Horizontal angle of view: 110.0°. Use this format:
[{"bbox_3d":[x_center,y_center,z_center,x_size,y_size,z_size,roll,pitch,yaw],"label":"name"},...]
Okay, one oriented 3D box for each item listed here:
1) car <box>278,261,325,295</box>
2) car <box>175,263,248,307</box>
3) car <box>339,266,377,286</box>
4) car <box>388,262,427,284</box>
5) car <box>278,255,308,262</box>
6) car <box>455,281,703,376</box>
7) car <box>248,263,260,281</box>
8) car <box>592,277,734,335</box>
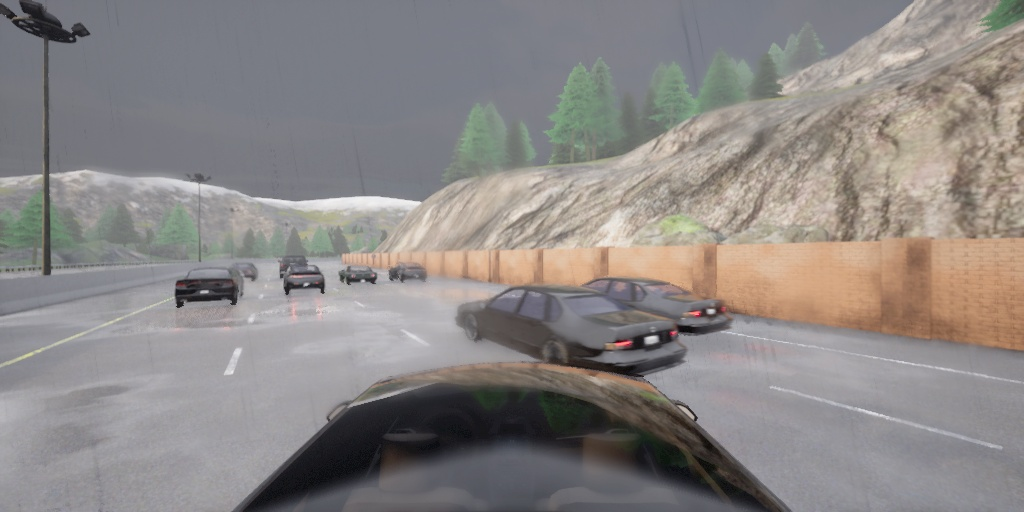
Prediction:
[{"bbox_3d":[-11.588,1.226,19.906,2.128,1.511,4.902,0,0,-33],"label":"car"},{"bbox_3d":[-12.952,1.216,15.585,1.882,1.535,5.008,0,0,-33],"label":"car"},{"bbox_3d":[-11.044,1.332,25.492,1.895,1.301,4.718,0,0,-33],"label":"car"},{"bbox_3d":[-7.988,1.222,27.212,2.128,1.511,4.902,0,0,-33],"label":"car"},{"bbox_3d":[-19.934,0.948,32.744,2.150,2.045,5.566,0,0,-33],"label":"car"},{"bbox_3d":[0.699,1.293,7.422,2.033,1.411,5.357,0,0,-33],"label":"car"},{"bbox_3d":[-21.391,1.276,28.561,2.033,1.411,5.357,0,0,-32],"label":"car"},{"bbox_3d":[3.108,1.292,10.143,2.033,1.411,5.357,0,0,-33],"label":"car"}]
